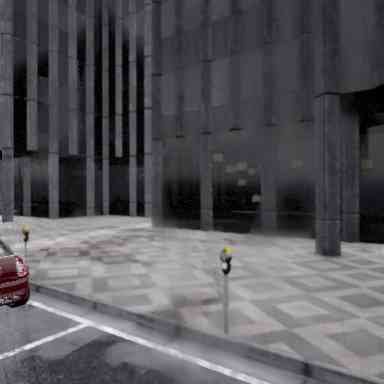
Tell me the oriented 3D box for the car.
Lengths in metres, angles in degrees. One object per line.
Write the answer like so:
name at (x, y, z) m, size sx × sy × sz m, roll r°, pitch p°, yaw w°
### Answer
car at (-5.137, 1.470, 6.744) m, size 4.097 × 1.590 × 1.967 m, roll 0°, pitch 0°, yaw 35°
